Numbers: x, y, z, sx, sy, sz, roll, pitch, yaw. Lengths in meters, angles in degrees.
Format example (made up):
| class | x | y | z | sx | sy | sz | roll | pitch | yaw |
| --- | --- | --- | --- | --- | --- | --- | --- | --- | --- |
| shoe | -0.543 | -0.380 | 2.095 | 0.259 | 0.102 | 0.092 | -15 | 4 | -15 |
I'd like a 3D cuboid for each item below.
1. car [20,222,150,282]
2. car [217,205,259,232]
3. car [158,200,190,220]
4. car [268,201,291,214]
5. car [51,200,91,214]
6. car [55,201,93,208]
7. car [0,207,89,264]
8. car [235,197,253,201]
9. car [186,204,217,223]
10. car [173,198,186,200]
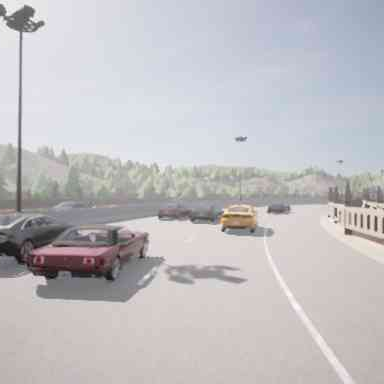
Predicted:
| class | x | y | z | sx | sy | sz | roll | pitch | yaw |
| --- | --- | --- | --- | --- | --- | --- | --- | --- | --- |
| car | -2.652 | 1.614 | 9.841 | 1.895 | 1.301 | 4.718 | 0 | 0 | 7 |
| car | 3.048 | 1.549 | 20.636 | 1.882 | 1.535 | 5.008 | 0 | 0 | 14 |
| car | -1.436 | 1.668 | 29.656 | 1.994 | 1.385 | 4.181 | 0 | 0 | 19 |
| car | 10.220 | 1.748 | 38.815 | 1.994 | 1.385 | 4.181 | 0 | 0 | 27 |
| car | -13.583 | 1.688 | 37.628 | 1.994 | 1.385 | 4.181 | 0 | 0 | 22 |
| car | -9.909 | 1.558 | 26.841 | 2.128 | 1.511 | 4.902 | 0 | 0 | 17 |
| car | -5.846 | 1.500 | 11.920 | 2.128 | 1.511 | 4.902 | 0 | 0 | 8 |
| car | 10.013 | 1.693 | 63.520 | 1.837 | 1.490 | 4.892 | 0 | -1 | 41 |
| car | 1.302 | 1.660 | 26.912 | 1.994 | 1.385 | 4.181 | 0 | 0 | 18 |
| car | -2.138 | 1.757 | 52.763 | 2.128 | 1.511 | 4.902 | 0 | -1 | 31 |
